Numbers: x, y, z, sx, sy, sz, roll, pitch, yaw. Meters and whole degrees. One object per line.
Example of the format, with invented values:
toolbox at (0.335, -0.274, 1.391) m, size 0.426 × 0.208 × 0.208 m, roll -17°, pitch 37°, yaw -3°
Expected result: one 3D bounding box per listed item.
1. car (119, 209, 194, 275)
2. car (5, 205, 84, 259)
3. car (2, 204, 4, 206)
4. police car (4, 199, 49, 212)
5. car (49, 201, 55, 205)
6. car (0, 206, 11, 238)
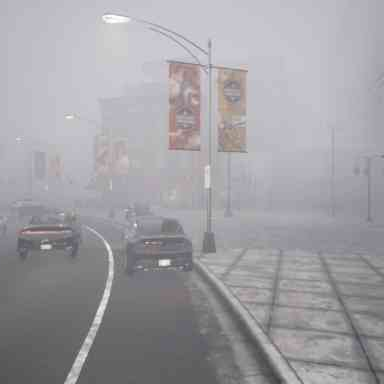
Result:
car at (-1.251, 1.503, 10.602) m, size 1.837 × 1.490 × 4.892 m, roll 0°, pitch 0°, yaw -14°
car at (-5.253, 1.486, 12.703) m, size 2.128 × 1.511 × 4.902 m, roll 0°, pitch 0°, yaw -17°
car at (-20.128, 1.497, 38.354) m, size 4.674 × 1.452 × 2.002 m, roll 0°, pitch 0°, yaw 37°
police car at (-14.048, 1.409, 28.066) m, size 1.930 × 1.638 × 5.238 m, roll 0°, pitch 0°, yaw -39°
car at (-15.682, 1.577, 34.738) m, size 1.895 × 1.301 × 4.718 m, roll 0°, pitch 0°, yaw -43°
car at (-10.114, 1.590, 16.005) m, size 1.895 × 1.301 × 4.718 m, roll 0°, pitch 0°, yaw -24°
